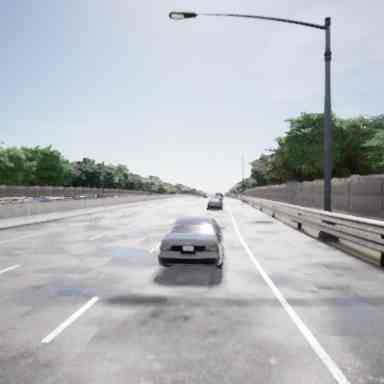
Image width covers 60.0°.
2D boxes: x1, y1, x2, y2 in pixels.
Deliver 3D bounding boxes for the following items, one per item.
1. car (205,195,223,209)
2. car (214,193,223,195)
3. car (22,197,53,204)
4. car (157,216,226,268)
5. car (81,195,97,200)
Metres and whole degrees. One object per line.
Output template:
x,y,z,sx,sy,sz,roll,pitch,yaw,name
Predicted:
2.977,1.497,42.995,1.994,1.385,4.181,0,0,5,car
4.412,1.391,58.963,2.128,1.511,4.902,0,0,5,car
-21.390,1.449,46.405,2.033,1.411,5.357,0,0,6,car
0.122,1.530,11.227,2.033,1.411,5.357,0,0,5,car
-19.745,1.411,63.900,1.837,1.490,4.892,0,0,5,car
